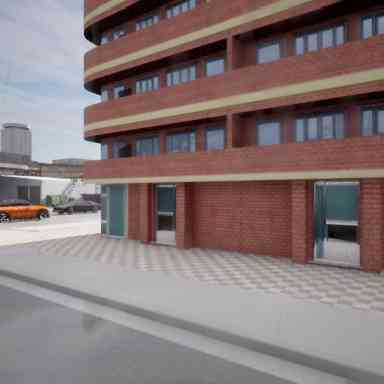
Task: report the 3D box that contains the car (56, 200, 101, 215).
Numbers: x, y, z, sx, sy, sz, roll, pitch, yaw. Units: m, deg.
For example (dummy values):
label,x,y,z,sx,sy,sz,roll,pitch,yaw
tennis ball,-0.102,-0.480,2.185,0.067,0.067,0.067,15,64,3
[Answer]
label,x,y,z,sx,sy,sz,roll,pitch,yaw
car,-11.704,1.547,34.608,2.033,1.411,5.357,0,0,34

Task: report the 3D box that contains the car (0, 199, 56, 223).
label,x,y,z,sx,sy,sz,roll,pitch,yaw
car,-13.381,1.352,25.650,2.097,1.767,4.553,0,0,35
